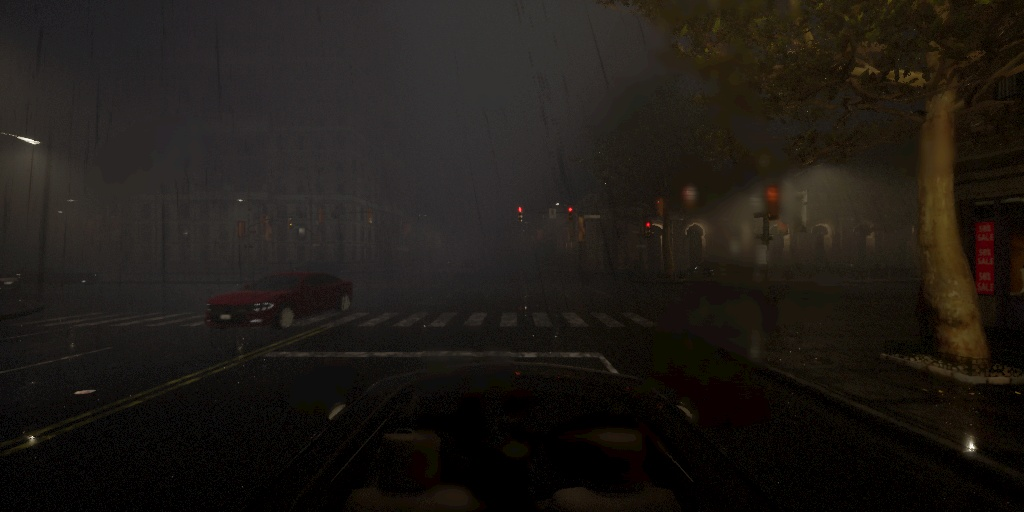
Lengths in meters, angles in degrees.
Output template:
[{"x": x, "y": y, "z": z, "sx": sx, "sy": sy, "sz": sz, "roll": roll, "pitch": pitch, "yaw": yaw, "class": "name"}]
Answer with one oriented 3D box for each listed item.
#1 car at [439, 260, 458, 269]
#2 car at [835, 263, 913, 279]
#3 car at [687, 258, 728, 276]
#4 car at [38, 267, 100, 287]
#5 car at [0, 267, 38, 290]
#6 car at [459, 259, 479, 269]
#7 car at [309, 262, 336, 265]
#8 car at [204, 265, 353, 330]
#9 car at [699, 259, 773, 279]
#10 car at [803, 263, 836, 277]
[{"x": -10.376, "y": 1.314, "z": 57.312, "sx": 1.994, "sy": 1.385, "sz": 4.181, "roll": 0, "pitch": 0, "yaw": 1, "class": "car"}, {"x": 31.556, "y": 1.350, "z": 31.157, "sx": 4.718, "sy": 1.301, "sz": 1.895, "roll": 0, "pitch": 0, "yaw": 1, "class": "car"}, {"x": 19.463, "y": 1.102, "z": 34.771, "sx": 4.553, "sy": 1.767, "sz": 2.097, "roll": 0, "pitch": 0, "yaw": 0, "class": "car"}, {"x": -30.273, "y": 1.351, "z": 23.532, "sx": 4.718, "sy": 1.301, "sz": 1.895, "roll": 0, "pitch": 0, "yaw": 1, "class": "car"}, {"x": -30.496, "y": 1.242, "z": 20.035, "sx": 4.902, "sy": 1.511, "sz": 2.128, "roll": 0, "pitch": 0, "yaw": 1, "class": "car"}, {"x": -6.869, "y": 1.228, "z": 57.776, "sx": 1.882, "sy": 1.535, "sz": 5.008, "roll": 0, "pitch": 0, "yaw": 1, "class": "car"}, {"x": -18.968, "y": 1.276, "z": 35.108, "sx": 4.674, "sy": 1.442, "sz": 1.812, "roll": 0, "pitch": 0, "yaw": 0, "class": "car"}, {"x": -6.916, "y": 1.227, "z": 11.302, "sx": 1.882, "sy": 1.535, "sz": 5.008, "roll": 0, "pitch": 0, "yaw": 3, "class": "car"}, {"x": 19.441, "y": 1.255, "z": 31.269, "sx": 4.892, "sy": 1.490, "sz": 1.837, "roll": 0, "pitch": 0, "yaw": 1, "class": "car"}, {"x": 31.555, "y": 1.351, "z": 34.657, "sx": 4.718, "sy": 1.301, "sz": 1.895, "roll": 0, "pitch": 0, "yaw": 1, "class": "car"}]
